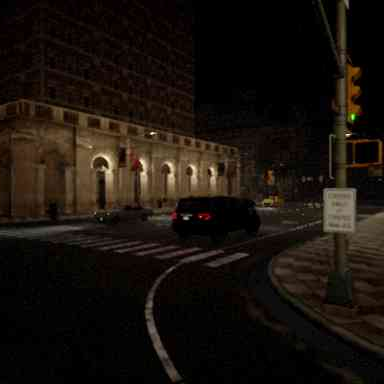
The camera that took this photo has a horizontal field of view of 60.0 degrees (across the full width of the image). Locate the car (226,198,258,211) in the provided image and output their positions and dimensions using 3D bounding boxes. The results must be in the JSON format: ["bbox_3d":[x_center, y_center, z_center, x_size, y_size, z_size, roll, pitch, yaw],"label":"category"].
[{"bbox_3d":[6.345,1.506,41.796,1.882,1.535,5.008,0,0,35],"label":"car"}]

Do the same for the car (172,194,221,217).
[{"bbox_3d":[0.548,1.247,33.619,2.150,2.045,5.566,0,0,35],"label":"car"}]

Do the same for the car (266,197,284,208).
[{"bbox_3d":[12.260,1.508,50.161,1.882,1.535,5.008,0,0,35],"label":"car"}]

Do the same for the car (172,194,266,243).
[{"bbox_3d":[1.349,1.233,16.588,2.150,2.045,5.566,0,0,37],"label":"car"}]

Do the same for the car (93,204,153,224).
[{"bbox_3d":[-5.205,1.623,25.519,1.895,1.301,4.718,0,0,35],"label":"car"}]
